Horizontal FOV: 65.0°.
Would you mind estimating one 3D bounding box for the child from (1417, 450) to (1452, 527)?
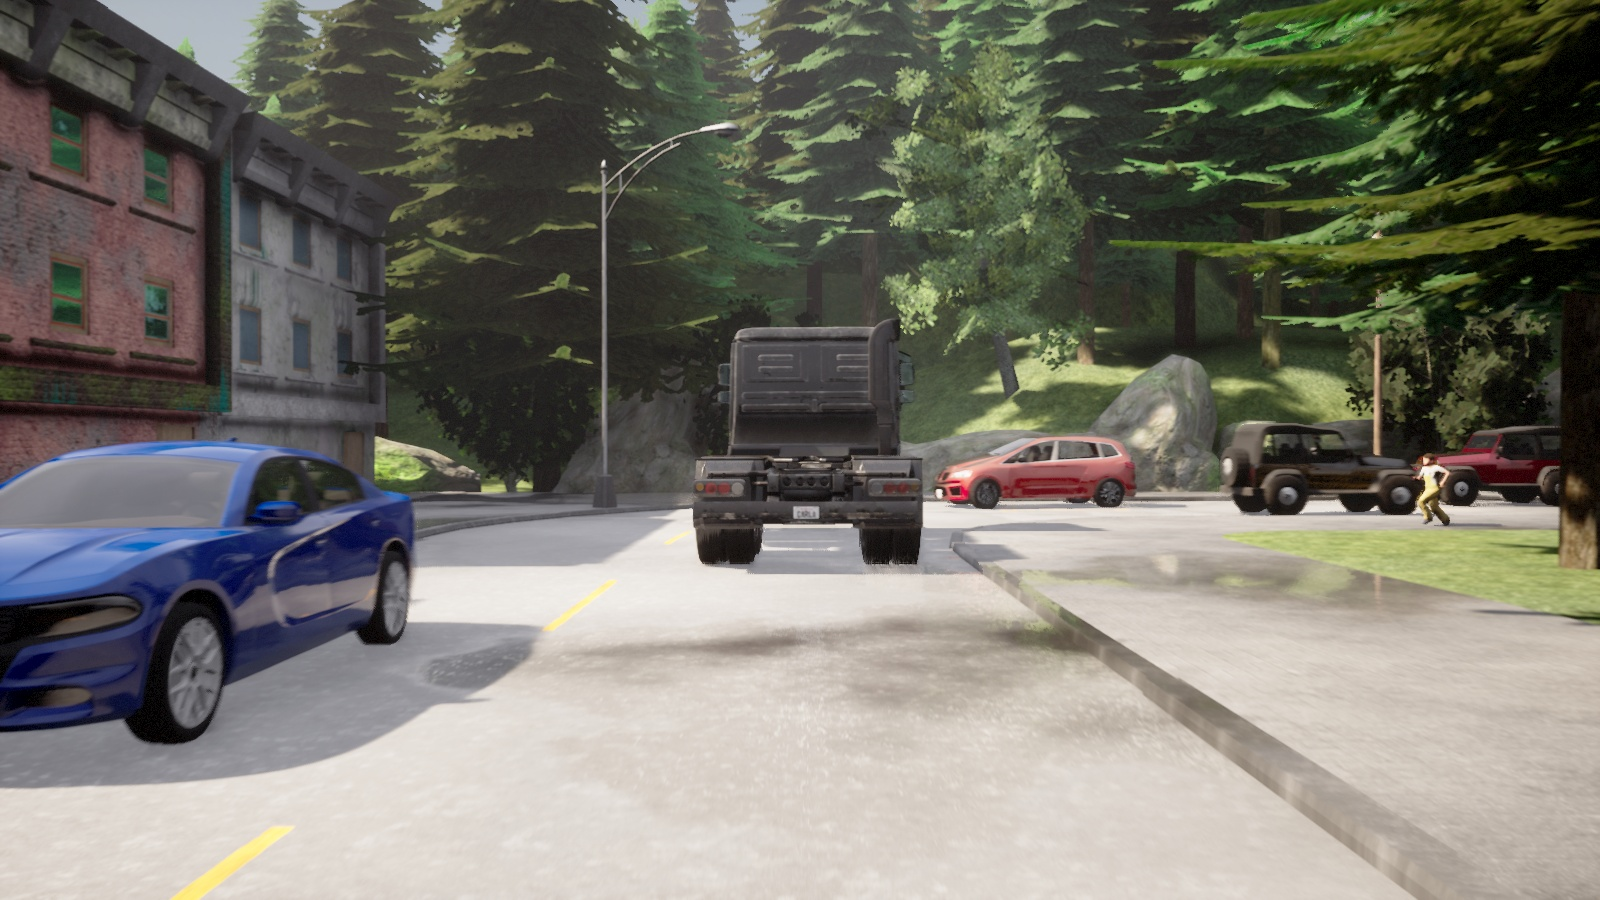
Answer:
[{"bbox_3d":[10.432,0.628,20.660,0.437,1.263,0.270,0,0,-3],"label":"child"}]

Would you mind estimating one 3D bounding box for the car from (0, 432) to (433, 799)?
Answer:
[{"bbox_3d":[-3.947,0.677,7.749,1.882,1.535,5.008,0,0,0],"label":"car"}]

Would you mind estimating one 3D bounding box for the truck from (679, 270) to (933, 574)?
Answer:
[{"bbox_3d":[0.195,-0.337,18.272,2.891,3.462,7.936,0,0,2],"label":"truck"}]

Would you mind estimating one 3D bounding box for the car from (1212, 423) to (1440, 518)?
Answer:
[{"bbox_3d":[10.705,0.406,25.764,3.866,1.878,1.905,0,0,-3],"label":"car"}]

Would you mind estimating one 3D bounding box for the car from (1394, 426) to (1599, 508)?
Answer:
[{"bbox_3d":[16.461,0.388,29.779,3.866,1.878,1.905,0,0,0],"label":"car"}]

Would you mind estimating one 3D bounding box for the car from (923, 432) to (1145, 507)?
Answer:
[{"bbox_3d":[5.388,0.431,29.278,4.611,1.667,2.242,0,0,-9],"label":"car"}]
